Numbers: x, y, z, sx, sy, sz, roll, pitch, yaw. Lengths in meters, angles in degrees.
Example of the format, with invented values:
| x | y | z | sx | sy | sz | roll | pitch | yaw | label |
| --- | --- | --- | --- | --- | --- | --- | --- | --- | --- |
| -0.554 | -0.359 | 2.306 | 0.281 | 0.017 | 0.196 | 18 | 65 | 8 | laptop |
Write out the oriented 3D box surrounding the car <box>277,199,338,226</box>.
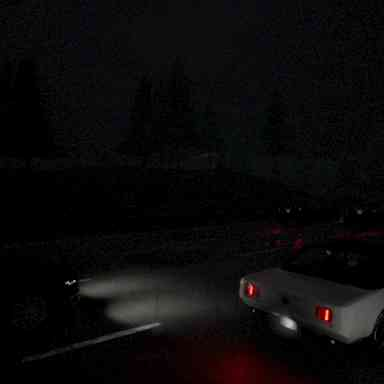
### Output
| x | y | z | sx | sy | sz | roll | pitch | yaw | label |
| --- | --- | --- | --- | --- | --- | --- | --- | --- | --- |
| 7.790 | 1.213 | 22.202 | 4.553 | 1.767 | 2.097 | 0 | 0 | -36 | car |

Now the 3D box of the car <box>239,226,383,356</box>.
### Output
| x | y | z | sx | sy | sz | roll | pitch | yaw | label |
| --- | --- | --- | --- | --- | --- | --- | --- | --- | --- |
| 3.178 | 1.558 | 6.011 | 4.718 | 1.301 | 1.895 | -1 | 0 | -35 | car |

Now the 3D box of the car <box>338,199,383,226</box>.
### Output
| x | y | z | sx | sy | sz | roll | pitch | yaw | label |
| --- | --- | --- | --- | --- | --- | --- | --- | --- | --- |
| 11.436 | 1.199 | 20.506 | 4.553 | 1.767 | 2.097 | 0 | 0 | -36 | car |

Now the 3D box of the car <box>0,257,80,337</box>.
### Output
| x | y | z | sx | sy | sz | roll | pitch | yaw | label |
| --- | --- | --- | --- | --- | --- | --- | --- | --- | --- |
| -4.238 | 1.510 | 5.022 | 4.892 | 1.490 | 1.837 | -1 | 0 | -35 | car |
